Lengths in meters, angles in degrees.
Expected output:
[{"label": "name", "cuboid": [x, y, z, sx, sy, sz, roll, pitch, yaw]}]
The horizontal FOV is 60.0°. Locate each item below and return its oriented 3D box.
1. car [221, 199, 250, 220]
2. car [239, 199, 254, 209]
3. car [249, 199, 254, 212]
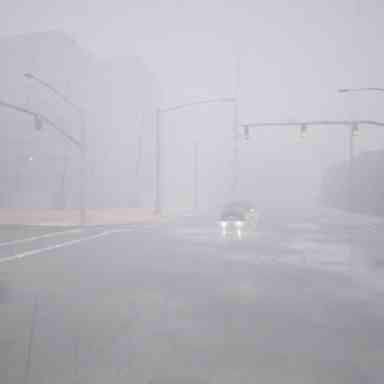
[{"label": "car", "cuboid": [3.708, 1.604, 28.969, 2.033, 1.411, 5.357, 0, 0, 12]}, {"label": "car", "cuboid": [7.932, 1.694, 48.205, 1.895, 1.301, 4.718, 0, 0, 13]}, {"label": "car", "cuboid": [5.785, 1.639, 38.451, 1.994, 1.385, 4.181, 0, 0, 12]}]
